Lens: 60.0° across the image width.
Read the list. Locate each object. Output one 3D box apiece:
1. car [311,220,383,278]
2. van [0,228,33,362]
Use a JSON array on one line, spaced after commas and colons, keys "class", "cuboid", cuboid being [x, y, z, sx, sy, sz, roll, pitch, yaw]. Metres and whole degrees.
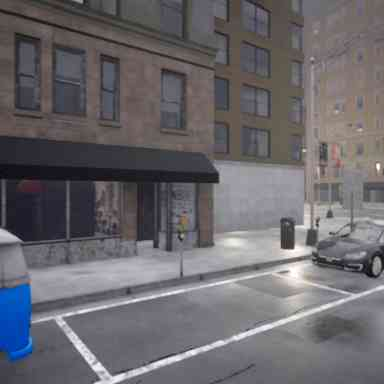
[{"class": "car", "cuboid": [5.392, 1.556, 10.042, 4.403, 1.369, 2.008, 0, 0, -36]}, {"class": "van", "cuboid": [-3.823, 1.340, 3.461, 3.998, 1.788, 1.690, 0, 0, -36]}]
